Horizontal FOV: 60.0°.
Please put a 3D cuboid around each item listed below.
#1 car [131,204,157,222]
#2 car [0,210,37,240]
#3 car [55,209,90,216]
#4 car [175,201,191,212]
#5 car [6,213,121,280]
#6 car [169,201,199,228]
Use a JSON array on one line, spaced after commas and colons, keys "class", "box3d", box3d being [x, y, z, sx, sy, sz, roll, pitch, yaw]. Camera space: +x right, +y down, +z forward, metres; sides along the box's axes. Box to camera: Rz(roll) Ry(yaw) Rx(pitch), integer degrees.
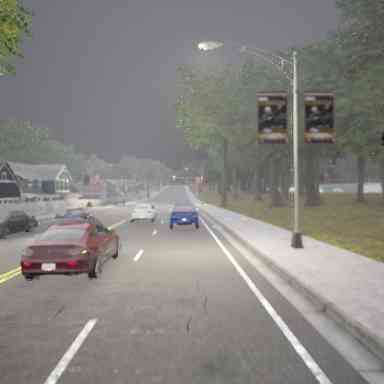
[{"class": "car", "box3d": [-3.937, 1.703, 27.793, 1.812, 1.442, 4.674, -1, 0, -2]}, {"class": "car", "box3d": [-10.357, 1.729, 18.317, 2.033, 1.411, 5.357, -1, 0, -2]}, {"class": "car", "box3d": [-7.158, 1.723, 20.154, 1.994, 1.385, 4.181, -1, 0, -2]}, {"class": "car", "box3d": [-1.168, 1.892, 43.690, 1.895, 1.301, 4.718, -1, -1, -2]}, {"class": "car", "box3d": [-3.402, 1.585, 10.041, 1.812, 1.442, 4.674, -1, 0, -2]}, {"class": "car", "box3d": [-0.550, 1.586, 23.150, 1.882, 1.535, 5.008, -1, 0, -2]}]
